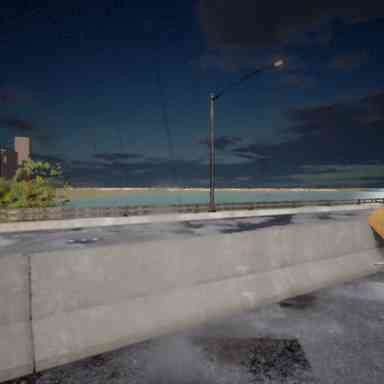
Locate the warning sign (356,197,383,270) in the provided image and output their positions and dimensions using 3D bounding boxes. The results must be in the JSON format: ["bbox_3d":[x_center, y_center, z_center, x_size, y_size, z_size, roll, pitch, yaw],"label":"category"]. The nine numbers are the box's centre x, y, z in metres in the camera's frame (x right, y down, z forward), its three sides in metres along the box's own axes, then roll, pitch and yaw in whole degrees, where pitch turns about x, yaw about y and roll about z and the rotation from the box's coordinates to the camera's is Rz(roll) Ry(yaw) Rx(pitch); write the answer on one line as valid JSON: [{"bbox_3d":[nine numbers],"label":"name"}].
[{"bbox_3d":[5.342,1.079,8.954,1.060,1.860,1.300,0,0,-35],"label":"warning sign"}]
